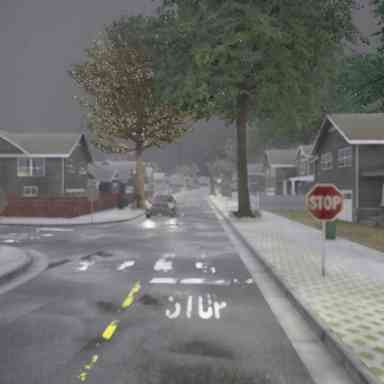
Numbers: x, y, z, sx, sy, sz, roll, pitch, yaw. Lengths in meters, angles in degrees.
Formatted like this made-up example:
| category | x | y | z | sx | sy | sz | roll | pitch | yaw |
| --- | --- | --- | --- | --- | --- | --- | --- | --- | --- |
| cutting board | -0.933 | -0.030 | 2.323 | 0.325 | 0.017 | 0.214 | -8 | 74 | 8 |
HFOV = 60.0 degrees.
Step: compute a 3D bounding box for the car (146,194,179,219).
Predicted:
| category | x | y | z | sx | sy | sz | roll | pitch | yaw |
| --- | --- | --- | --- | --- | --- | --- | --- | --- | --- |
| car | -2.220 | 1.017 | 25.798 | 2.097 | 1.767 | 4.553 | 0 | 0 | 2 |
